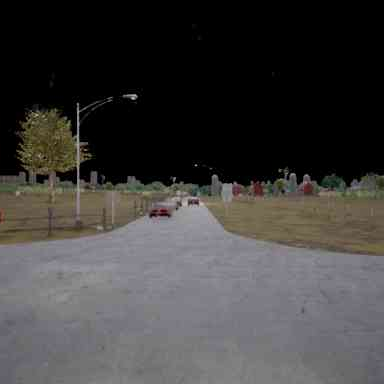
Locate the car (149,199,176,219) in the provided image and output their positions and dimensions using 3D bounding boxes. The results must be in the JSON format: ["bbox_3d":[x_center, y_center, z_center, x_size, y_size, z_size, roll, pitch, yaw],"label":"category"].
[{"bbox_3d":[-2.707,1.612,29.633,1.895,1.301,4.718,0,0,0],"label":"car"}]

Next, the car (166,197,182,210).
[{"bbox_3d":[-2.645,1.513,42.565,2.128,1.511,4.902,0,0,1],"label":"car"}]

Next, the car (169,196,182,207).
[{"bbox_3d":[-2.568,1.513,53.212,1.882,1.535,5.008,0,0,0],"label":"car"}]

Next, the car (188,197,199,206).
[{"bbox_3d":[0.250,1.517,55.428,1.882,1.535,5.008,0,0,0],"label":"car"}]

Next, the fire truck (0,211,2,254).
[{"bbox_3d":[-9.602,0.118,8.252,8.468,3.827,2.891,1,-1,0],"label":"fire truck"}]

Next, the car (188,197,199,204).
[{"bbox_3d":[0.297,1.622,65.851,1.994,1.385,4.181,0,0,0],"label":"car"}]
